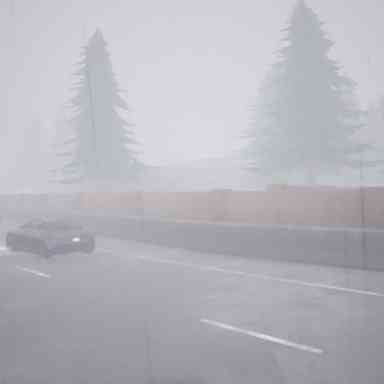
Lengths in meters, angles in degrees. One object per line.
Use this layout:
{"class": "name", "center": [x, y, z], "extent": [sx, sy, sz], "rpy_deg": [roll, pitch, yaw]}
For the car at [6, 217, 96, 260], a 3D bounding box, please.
{"class": "car", "center": [-5.654, 1.692, 13.172], "extent": [4.181, 1.385, 1.994], "rpy_deg": [-1, -1, 41]}
